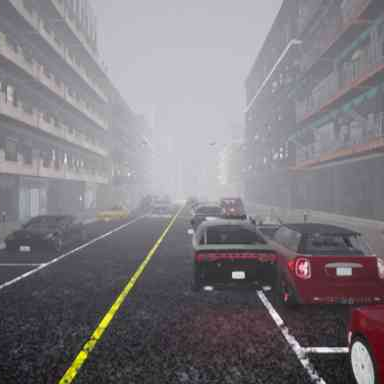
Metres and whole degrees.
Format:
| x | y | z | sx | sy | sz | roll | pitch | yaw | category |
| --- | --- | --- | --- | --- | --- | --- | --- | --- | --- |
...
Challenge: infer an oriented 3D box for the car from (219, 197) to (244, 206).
| x | y | z | sx | sy | sz | roll | pitch | yaw | category |
| --- | --- | --- | --- | --- | --- | --- | --- | --- | --- |
| 2.724 | 1.296 | 24.746 | 2.192 | 1.841 | 5.009 | 0 | 0 | 0 | car |

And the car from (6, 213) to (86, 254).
| x | y | z | sx | sy | sz | roll | pitch | yaw | category |
| --- | --- | --- | --- | --- | --- | --- | --- | --- | --- |
| -5.673 | 1.557 | 13.487 | 1.947 | 1.339 | 4.313 | 0 | 0 | 0 | car |

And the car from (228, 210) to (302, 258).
| x | y | z | sx | sy | sz | roll | pitch | yaw | category |
| --- | --- | --- | --- | --- | --- | --- | --- | --- | --- |
| 2.708 | 1.541 | 13.473 | 2.008 | 1.369 | 4.403 | 0 | 0 | 0 | car |

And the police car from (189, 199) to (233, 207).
| x | y | z | sx | sy | sz | roll | pitch | yaw | category |
| --- | --- | --- | --- | --- | --- | --- | --- | --- | --- |
| 0.924 | 1.411 | 19.082 | 1.930 | 1.638 | 5.238 | 0 | 0 | 0 | police car |

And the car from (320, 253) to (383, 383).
| x | y | z | sx | sy | sz | roll | pitch | yaw | category |
| --- | --- | --- | --- | --- | --- | --- | --- | --- | --- |
| 2.693 | 1.543 | 2.201 | 1.887 | 1.381 | 4.507 | 0 | 0 | 0 | car |

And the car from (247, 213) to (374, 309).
| x | y | z | sx | sy | sz | roll | pitch | yaw | category |
| --- | --- | --- | --- | --- | --- | --- | --- | --- | --- |
| 2.701 | 1.435 | 7.837 | 1.967 | 1.590 | 4.097 | 0 | 0 | 0 | car |

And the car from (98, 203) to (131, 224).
| x | y | z | sx | sy | sz | roll | pitch | yaw | category |
| --- | --- | --- | --- | --- | --- | --- | --- | --- | --- |
| -5.658 | 1.507 | 24.591 | 1.752 | 1.417 | 4.829 | 0 | 0 | 0 | car |

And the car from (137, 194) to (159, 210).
| x | y | z | sx | sy | sz | roll | pitch | yaw | category |
| --- | --- | --- | --- | --- | --- | --- | --- | --- | --- |
| -5.635 | 1.405 | 41.671 | 1.967 | 1.590 | 4.097 | 0 | 0 | 0 | car |

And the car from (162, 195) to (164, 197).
| x | y | z | sx | sy | sz | roll | pitch | yaw | category |
| --- | --- | --- | --- | --- | --- | --- | --- | --- | --- |
| -5.627 | 1.274 | 47.307 | 2.192 | 1.841 | 5.009 | 0 | 0 | 0 | car |

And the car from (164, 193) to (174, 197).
| x | y | z | sx | sy | sz | roll | pitch | yaw | category |
| --- | --- | --- | --- | --- | --- | --- | --- | --- | --- |
| -5.589 | 1.244 | 75.489 | 2.192 | 1.841 | 5.009 | 0 | 0 | 0 | car |

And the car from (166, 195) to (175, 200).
| x | y | z | sx | sy | sz | roll | pitch | yaw | category |
| --- | --- | --- | --- | --- | --- | --- | --- | --- | --- |
| -5.575 | 1.460 | 86.762 | 1.887 | 1.381 | 4.507 | 0 | 0 | 0 | car |

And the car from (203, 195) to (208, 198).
| x | y | z | sx | sy | sz | roll | pitch | yaw | category |
| --- | --- | --- | --- | --- | --- | --- | --- | --- | --- |
| 2.790 | 1.454 | 75.644 | 1.752 | 1.417 | 4.829 | 0 | 0 | 0 | car |

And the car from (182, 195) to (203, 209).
| x | y | z | sx | sy | sz | roll | pitch | yaw | category |
| --- | --- | --- | --- | --- | --- | --- | --- | --- | --- |
| 0.069 | 1.453 | 45.583 | 2.128 | 1.511 | 4.902 | 0 | 0 | 0 | car |

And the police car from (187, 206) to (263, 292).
| x | y | z | sx | sy | sz | roll | pitch | yaw | category |
| --- | --- | --- | --- | --- | --- | --- | --- | --- | --- |
| 0.910 | 1.419 | 9.082 | 1.930 | 1.638 | 5.238 | 0 | 0 | 0 | police car |

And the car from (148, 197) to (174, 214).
| x | y | z | sx | sy | sz | roll | pitch | yaw | category |
| --- | --- | --- | --- | --- | --- | --- | --- | --- | --- |
| -3.053 | 1.519 | 35.218 | 2.033 | 1.411 | 5.357 | 0 | 0 | 0 | car |

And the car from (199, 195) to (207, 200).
| x | y | z | sx | sy | sz | roll | pitch | yaw | category |
| --- | --- | --- | --- | --- | --- | --- | --- | --- | --- |
| 2.805 | 1.460 | 86.746 | 1.887 | 1.381 | 4.507 | 0 | 0 | 0 | car |

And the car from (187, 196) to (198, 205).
| x | y | z | sx | sy | sz | roll | pitch | yaw | category |
| --- | --- | --- | --- | --- | --- | --- | --- | --- | --- |
| 0.078 | 1.424 | 59.521 | 1.882 | 1.535 | 5.008 | 0 | 0 | 0 | car |

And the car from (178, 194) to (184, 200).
| x | y | z | sx | sy | sz | roll | pitch | yaw | category |
| --- | --- | --- | --- | --- | --- | --- | --- | --- | --- |
| -2.878 | 1.258 | 93.818 | 2.097 | 1.767 | 4.553 | 0 | 0 | 0 | car |

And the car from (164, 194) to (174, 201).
| x | y | z | sx | sy | sz | roll | pitch | yaw | category |
| --- | --- | --- | --- | --- | --- | --- | --- | --- | --- |
| -5.583 | 1.362 | 81.124 | 1.967 | 1.590 | 4.097 | 0 | 0 | 0 | car |

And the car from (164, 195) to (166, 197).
| x | y | z | sx | sy | sz | roll | pitch | yaw | category |
| --- | --- | --- | --- | --- | --- | --- | --- | --- | --- |
| -5.621 | 1.536 | 52.944 | 1.802 | 1.307 | 4.206 | 0 | 0 | 0 | car |
